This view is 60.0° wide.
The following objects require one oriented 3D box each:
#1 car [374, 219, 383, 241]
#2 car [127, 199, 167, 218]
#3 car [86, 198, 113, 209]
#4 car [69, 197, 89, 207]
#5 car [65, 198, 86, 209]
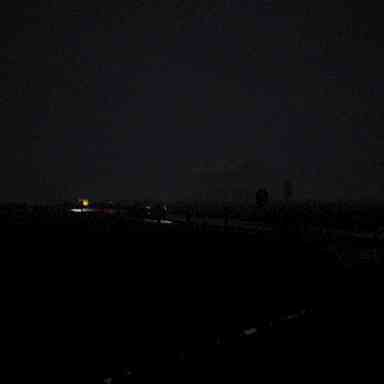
[{"bbox_3d":[9.506,1.441,13.597,1.837,1.490,4.892,2,-1,-2],"label":"car"},{"bbox_3d":[-4.120,1.402,30.308,2.097,1.767,4.553,0,-1,-36],"label":"car"},{"bbox_3d":[-12.952,1.665,47.518,2.128,1.511,4.902,0,-1,-35],"label":"car"},{"bbox_3d":[-19.037,1.709,55.883,1.882,1.535,5.008,0,-1,-36],"label":"car"},{"bbox_3d":[-17.210,1.668,48.605,2.128,1.511,4.902,0,-1,-35],"label":"car"}]
